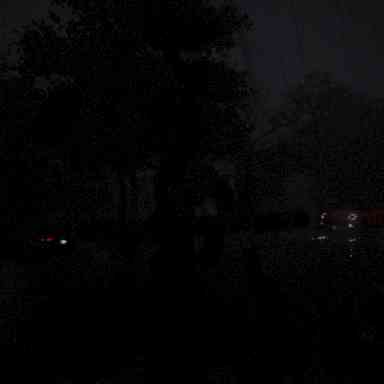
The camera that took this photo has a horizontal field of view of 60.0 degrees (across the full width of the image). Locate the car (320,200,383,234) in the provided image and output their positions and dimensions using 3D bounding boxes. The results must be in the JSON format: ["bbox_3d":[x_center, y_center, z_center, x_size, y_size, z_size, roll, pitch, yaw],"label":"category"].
[{"bbox_3d":[9.168,1.251,18.556,4.553,1.767,2.097,-1,0,-36],"label":"car"}]

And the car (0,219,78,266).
[{"bbox_3d":[-6.215,1.678,11.789,4.181,1.385,1.994,-1,0,17],"label":"car"}]
